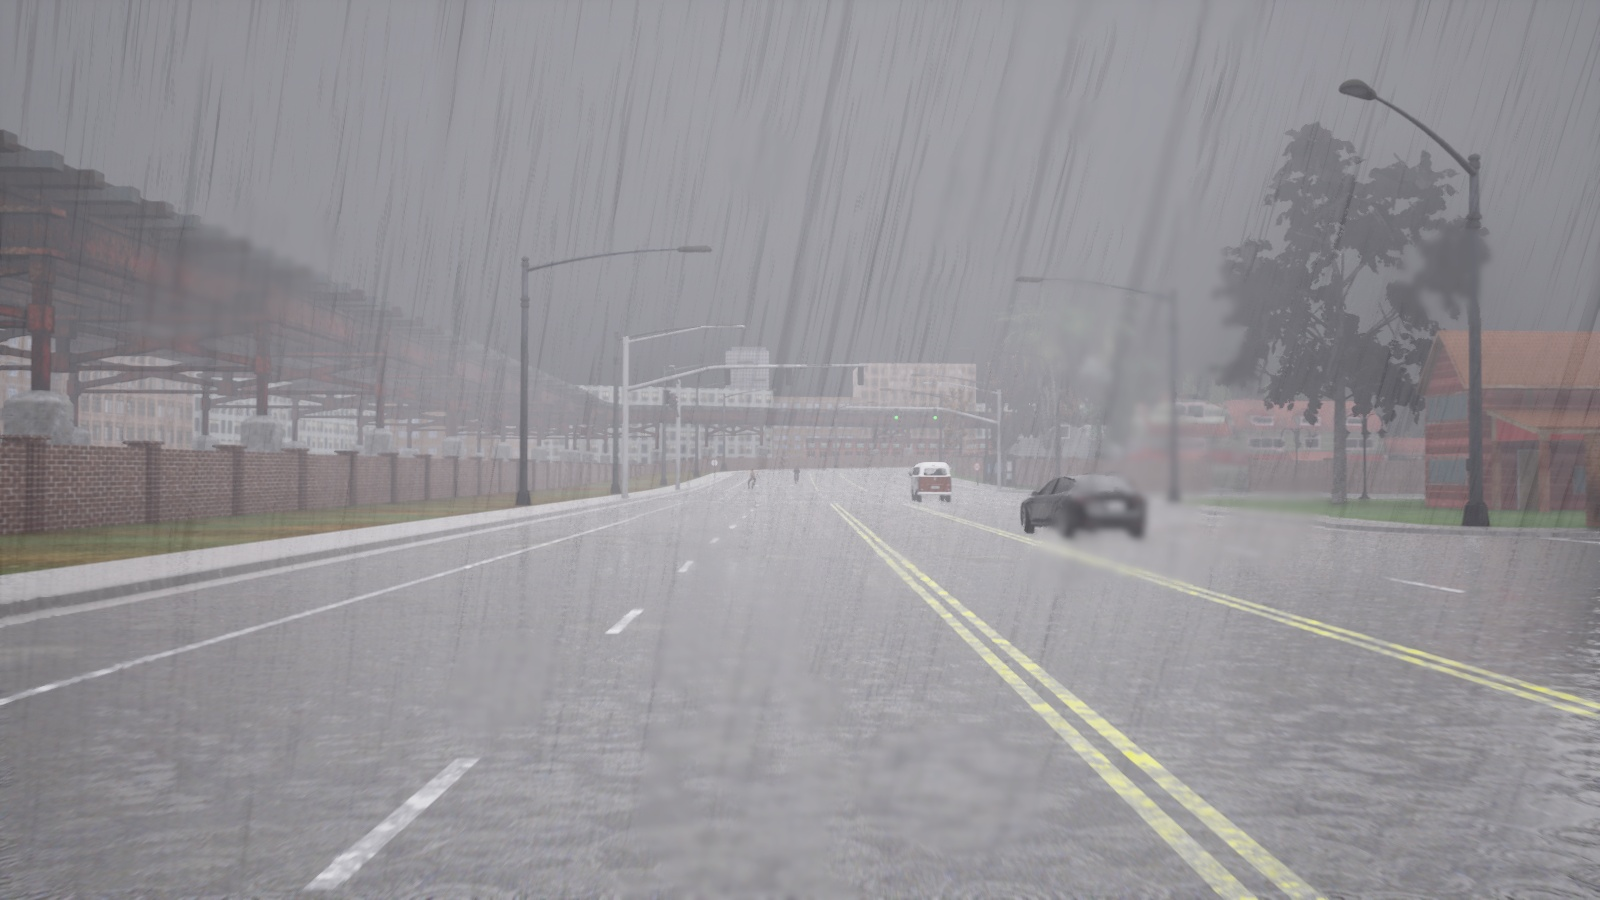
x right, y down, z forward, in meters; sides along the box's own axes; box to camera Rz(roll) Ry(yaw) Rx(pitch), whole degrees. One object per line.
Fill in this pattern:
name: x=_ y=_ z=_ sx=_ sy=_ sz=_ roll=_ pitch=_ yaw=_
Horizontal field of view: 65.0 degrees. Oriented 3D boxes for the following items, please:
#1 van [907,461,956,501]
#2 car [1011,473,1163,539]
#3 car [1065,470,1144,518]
van: x=6.831 y=1.609 z=65.597 sx=2.069 sy=2.038 sz=4.480 roll=0 pitch=-1 yaw=0
car: x=6.883 y=1.301 z=30.724 sx=2.163 sy=1.488 sz=4.792 roll=0 pitch=-1 yaw=-6
car: x=10.387 y=1.472 z=43.011 sx=1.789 sy=1.549 sz=3.705 roll=0 pitch=-1 yaw=0
